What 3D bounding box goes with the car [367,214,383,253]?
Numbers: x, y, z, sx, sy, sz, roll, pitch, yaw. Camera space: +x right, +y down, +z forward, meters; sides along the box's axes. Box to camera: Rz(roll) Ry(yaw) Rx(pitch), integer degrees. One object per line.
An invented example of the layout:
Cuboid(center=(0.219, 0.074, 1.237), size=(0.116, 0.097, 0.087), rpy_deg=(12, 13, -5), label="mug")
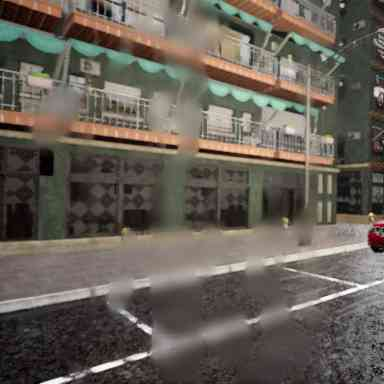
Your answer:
Cuboid(center=(8.844, 1.403, 12.819), size=(5.009, 1.841, 2.192), rpy_deg=(0, 1, -35), label="car")
